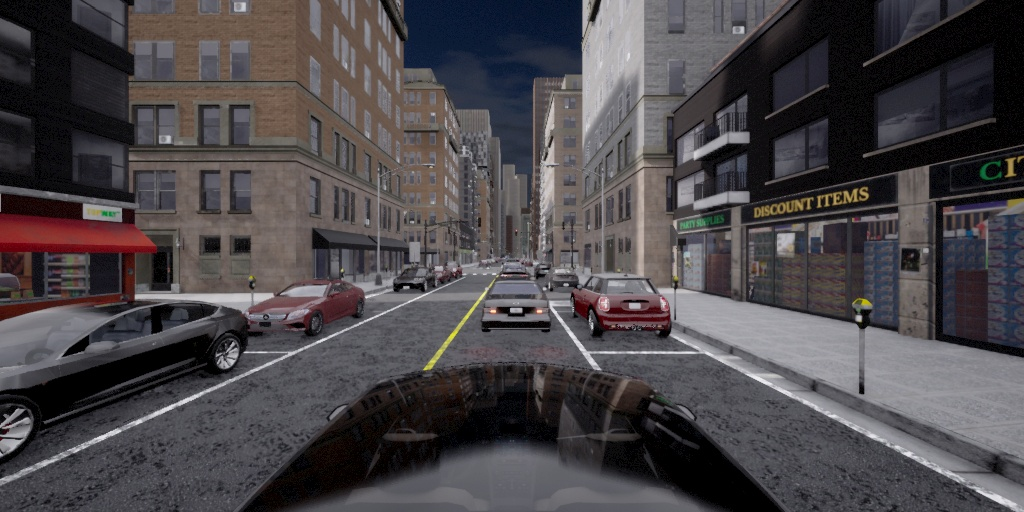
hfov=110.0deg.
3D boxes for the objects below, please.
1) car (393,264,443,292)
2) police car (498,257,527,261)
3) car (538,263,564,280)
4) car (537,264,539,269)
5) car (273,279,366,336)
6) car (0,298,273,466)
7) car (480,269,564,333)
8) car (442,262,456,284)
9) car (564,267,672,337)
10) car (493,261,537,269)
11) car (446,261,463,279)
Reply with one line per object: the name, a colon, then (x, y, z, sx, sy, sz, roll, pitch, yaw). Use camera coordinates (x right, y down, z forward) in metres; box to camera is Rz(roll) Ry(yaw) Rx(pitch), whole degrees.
car: (-5.631, 1.317, 21.317, 1.948, 1.339, 4.313, 0, 0, 0)
police car: (0.057, 1.178, 31.311, 1.930, 1.638, 5.238, 0, 0, 0)
car: (2.894, 1.301, 21.299, 2.007, 1.370, 4.403, 0, 0, 0)
car: (2.917, 1.319, 32.302, 1.948, 1.339, 4.313, 0, 0, 0)
car: (-5.654, 1.332, 10.315, 1.802, 1.307, 4.207, 0, 0, 0)
car: (-5.665, 1.316, 4.813, 1.948, 1.339, 4.313, 0, 0, 0)
car: (0.113, 1.297, 10.769, 2.033, 1.411, 5.357, 0, 0, 0)
car: (-5.620, 1.334, 26.818, 1.802, 1.307, 4.207, 0, 0, 0)
car: (2.872, 1.190, 10.297, 1.967, 1.591, 4.097, 0, 0, 0)
car: (0.136, 1.242, 21.291, 2.128, 1.511, 4.902, 0, 0, 0)
car: (-5.609, 1.193, 32.320, 1.967, 1.591, 4.097, 0, 0, 0)
